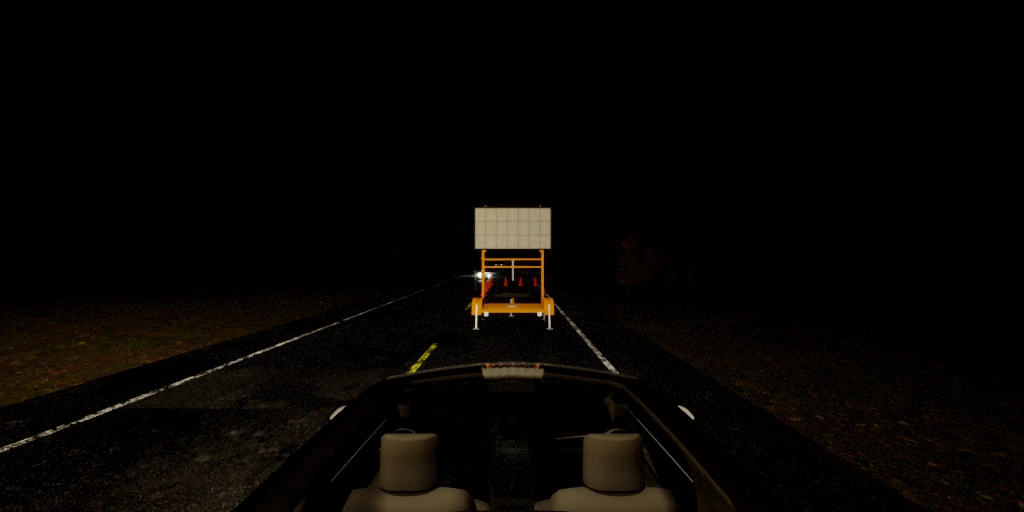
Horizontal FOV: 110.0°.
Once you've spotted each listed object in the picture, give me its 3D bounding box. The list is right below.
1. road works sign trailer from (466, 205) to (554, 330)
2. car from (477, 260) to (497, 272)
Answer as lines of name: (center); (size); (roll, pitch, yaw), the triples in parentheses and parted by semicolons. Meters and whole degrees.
road works sign trailer: (0.028, 0.215, 11.140); (2.380, 3.560, 2.880); (0, 0, 0)
car: (-3.365, 1.264, 45.858); (2.128, 1.511, 4.902); (0, 0, 0)
